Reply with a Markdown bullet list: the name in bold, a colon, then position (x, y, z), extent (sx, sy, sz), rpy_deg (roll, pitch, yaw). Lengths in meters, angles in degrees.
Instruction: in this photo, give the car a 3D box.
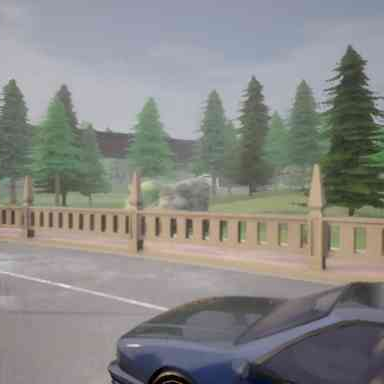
- **car**: position (1.743, 1.534, 2.641), extent (5.357, 1.411, 2.033), rpy_deg (0, 0, 35)
